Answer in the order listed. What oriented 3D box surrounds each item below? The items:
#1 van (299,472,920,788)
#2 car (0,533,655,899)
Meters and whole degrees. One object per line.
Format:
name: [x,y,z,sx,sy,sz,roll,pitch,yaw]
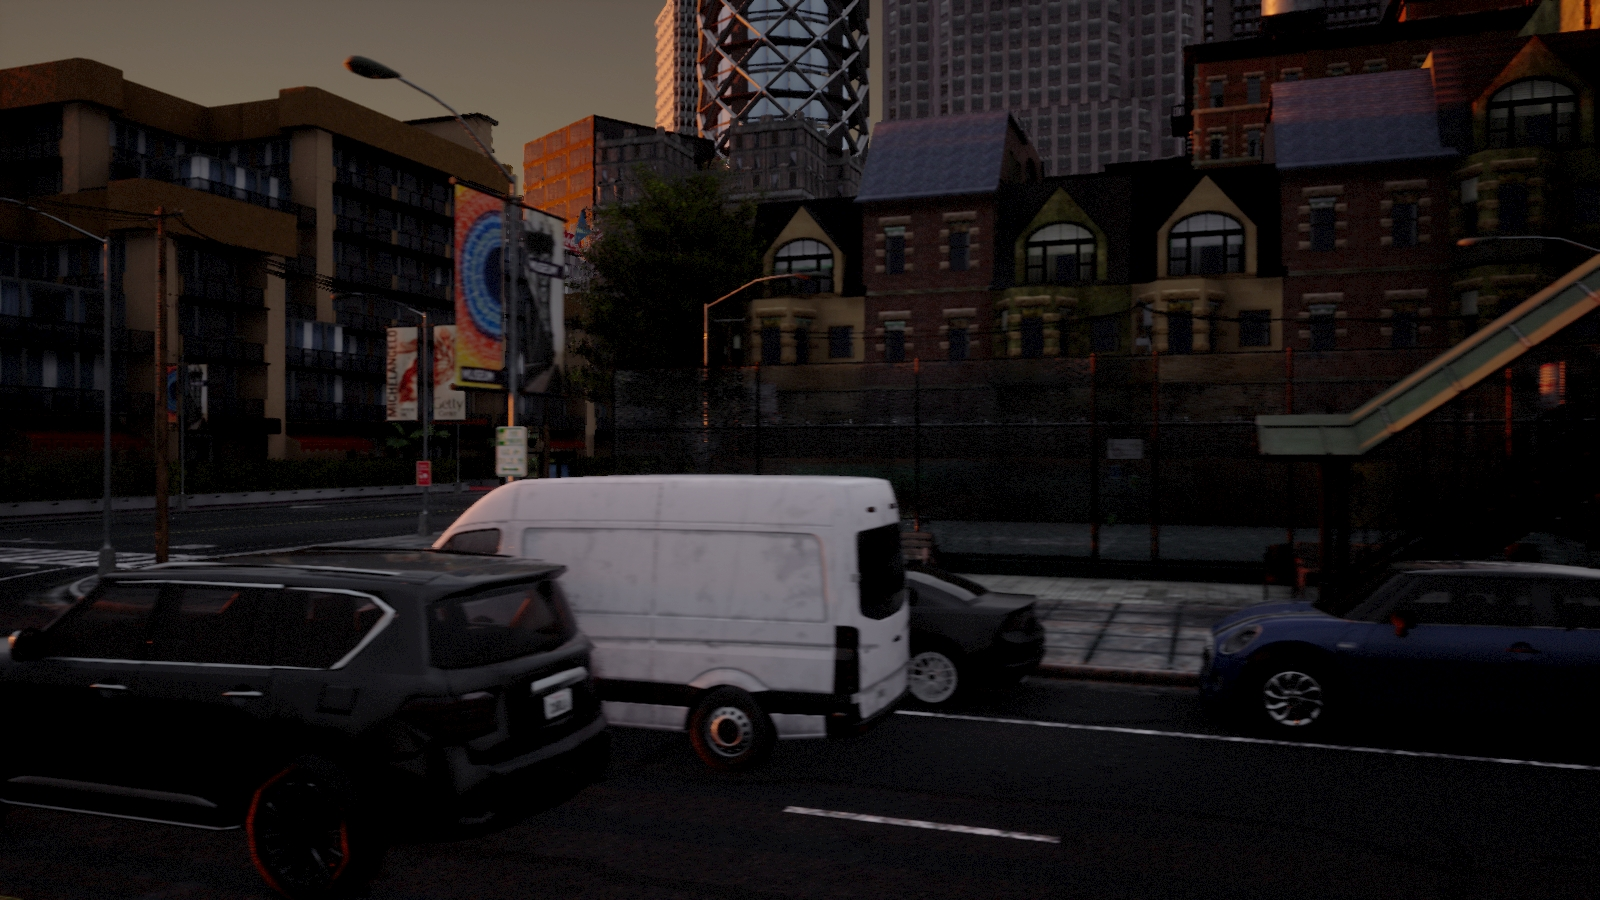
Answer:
van: [-1.928,1.534,11.447,5.915,2.561,1.988,0,0,20]
car: [-4.069,1.779,8.501,5.566,2.045,2.150,0,0,20]
